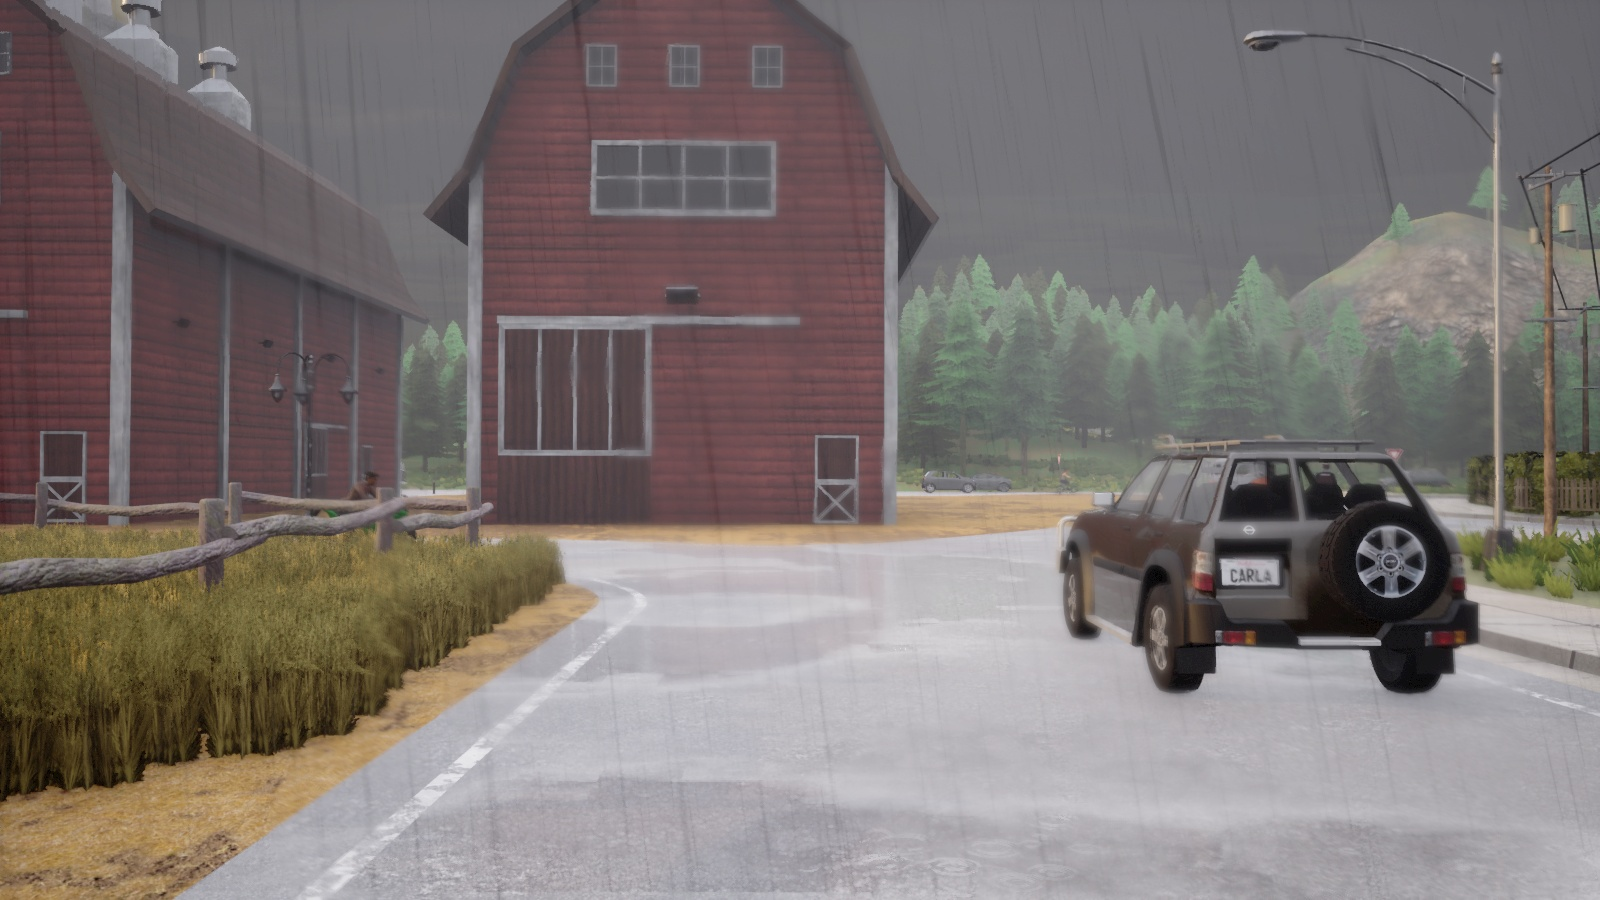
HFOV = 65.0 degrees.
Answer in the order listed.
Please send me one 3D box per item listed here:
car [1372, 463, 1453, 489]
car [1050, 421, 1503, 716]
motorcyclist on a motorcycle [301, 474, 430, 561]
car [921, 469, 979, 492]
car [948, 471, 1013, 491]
[{"bbox_3d":[42.215,1.816,86.656,4.553,1.767,2.097,0,-1,0],"label":"car"},{"bbox_3d":[3.466,0.789,10.241,1.932,1.855,4.605,0,-1,0],"label":"car"},{"bbox_3d":[-7.788,1.205,22.536,2.044,1.523,0.797,0,-1,6],"label":"motorcyclist on a motorcycle"},{"bbox_3d":[9.905,2.043,83.245,3.633,1.501,1.845,0,-1,0],"label":"car"},{"bbox_3d":[12.454,2.142,86.739,4.181,1.385,1.994,0,-1,0],"label":"car"}]
